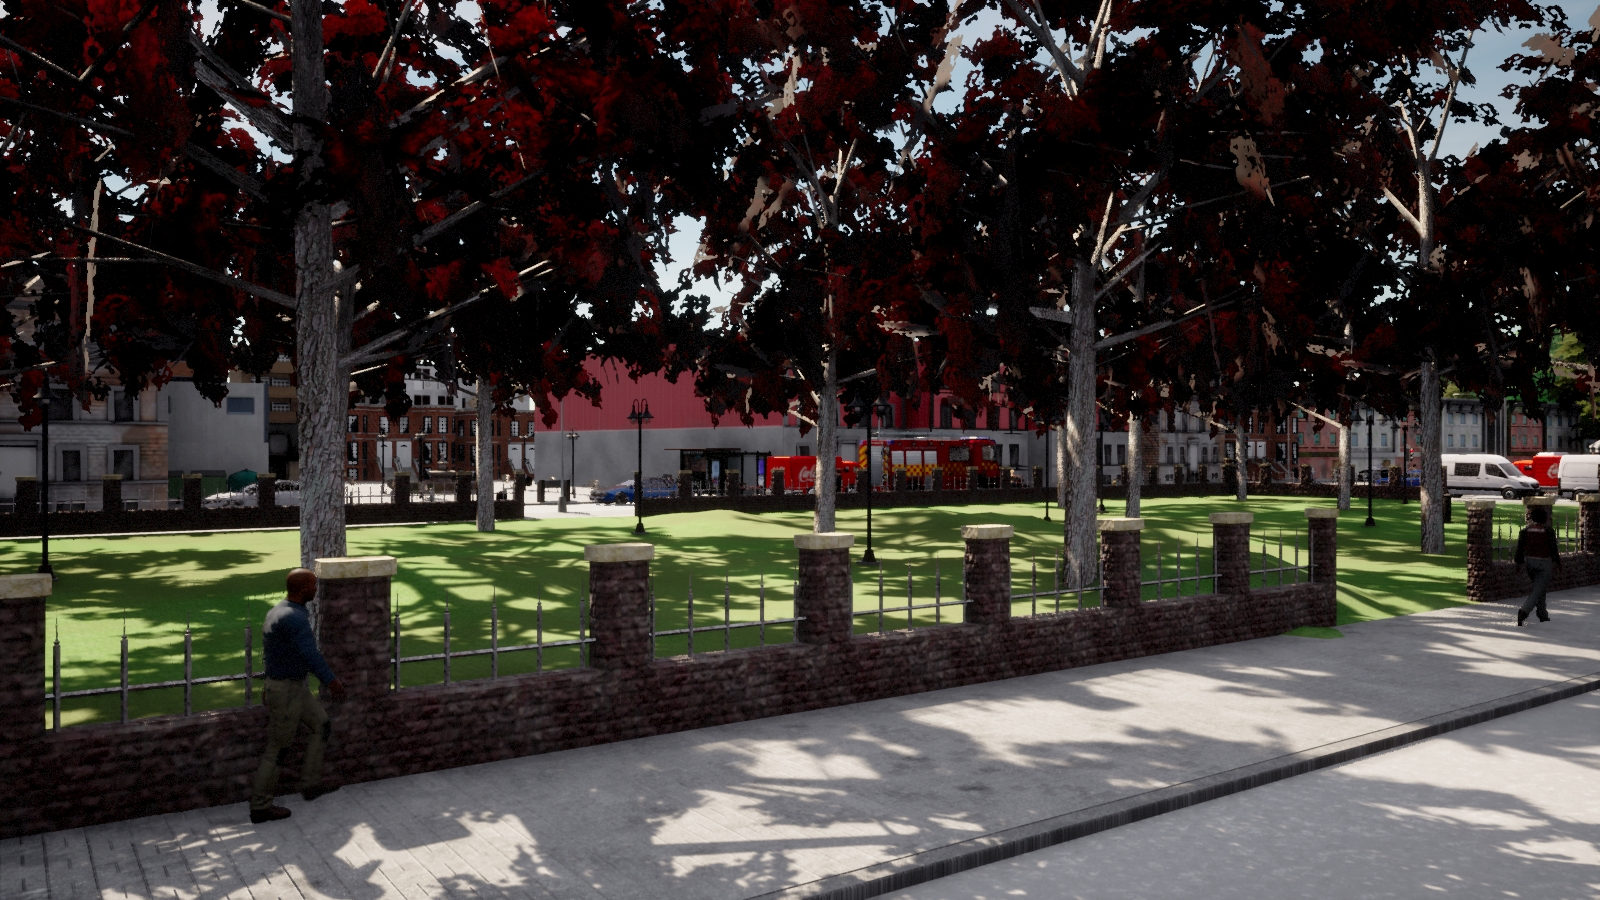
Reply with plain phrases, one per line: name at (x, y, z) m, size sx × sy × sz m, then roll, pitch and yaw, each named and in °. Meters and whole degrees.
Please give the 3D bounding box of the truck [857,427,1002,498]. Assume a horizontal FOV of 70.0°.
truck at (7.473, 0.671, 65.186) m, size 8.468 × 3.827 × 2.891 m, roll 0°, pitch 0°, yaw -35°

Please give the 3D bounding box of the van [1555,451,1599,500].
van at (42.801, 1.314, 59.145) m, size 1.988 × 2.561 × 5.915 m, roll 0°, pitch 0°, yaw -34°

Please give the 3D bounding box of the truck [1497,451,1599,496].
truck at (43.316, 1.337, 65.350) m, size 2.627 × 2.467 × 5.204 m, roll 0°, pitch -1°, yaw -35°

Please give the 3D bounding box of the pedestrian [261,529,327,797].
pedestrian at (-3.701, 1.525, 8.353) m, size 0.375 × 1.860 × 0.375 m, roll 0°, pitch 0°, yaw -35°

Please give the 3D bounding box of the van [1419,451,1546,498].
van at (38.735, 1.314, 65.046) m, size 1.988 × 2.561 × 5.915 m, roll 0°, pitch 0°, yaw -34°

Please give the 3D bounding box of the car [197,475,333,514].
car at (-22.747, 1.841, 48.634) m, size 4.892 × 1.480 × 2.231 m, roll 0°, pitch 0°, yaw -36°

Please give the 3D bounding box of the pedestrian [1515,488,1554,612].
pedestrian at (11.279, 1.525, 17.543) m, size 0.375 × 1.860 × 0.375 m, roll 0°, pitch 0°, yaw -32°

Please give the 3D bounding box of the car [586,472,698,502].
car at (-8.100, 1.886, 58.871) m, size 5.357 × 1.411 × 2.033 m, roll 0°, pitch 0°, yaw -35°

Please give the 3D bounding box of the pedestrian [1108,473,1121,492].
pedestrian at (18.374, 1.906, 66.717) m, size 0.500 × 1.100 × 0.500 m, roll 0°, pitch 0°, yaw -40°

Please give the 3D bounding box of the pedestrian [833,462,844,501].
pedestrian at (1.846, 1.524, 55.084) m, size 0.375 × 1.860 × 0.375 m, roll 0°, pitch 0°, yaw -34°

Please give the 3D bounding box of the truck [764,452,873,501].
truck at (0.982, 1.348, 60.339) m, size 5.204 × 2.467 × 2.627 m, roll 0°, pitch 0°, yaw -35°
